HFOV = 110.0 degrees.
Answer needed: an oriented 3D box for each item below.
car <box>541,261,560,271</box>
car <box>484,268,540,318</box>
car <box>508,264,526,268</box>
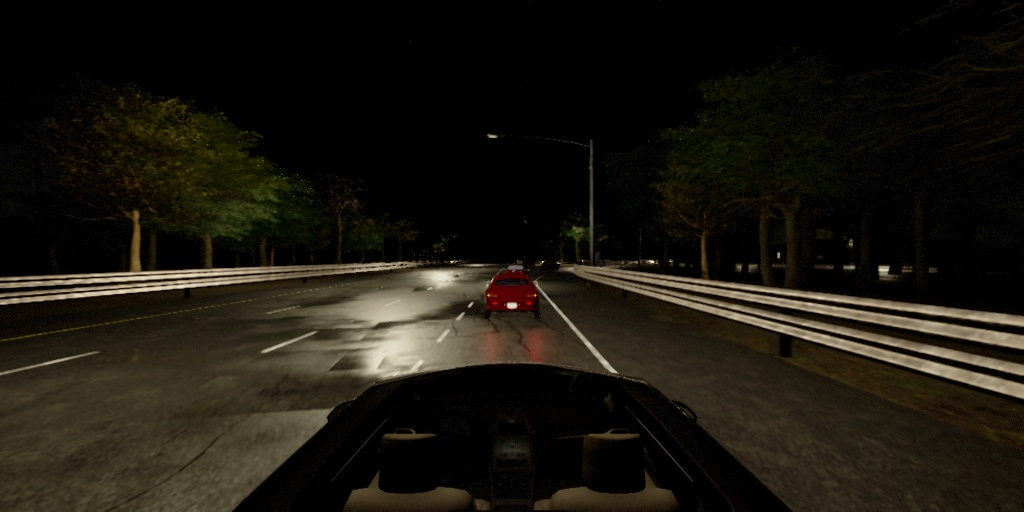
[{"bbox_3d":[5.742,1.481,53.592,1.882,1.535,5.008,0,0,21],"label":"car"},{"bbox_3d":[0.000,1.341,13.079,1.812,1.442,4.674,0,0,0],"label":"car"},{"bbox_3d":[0.446,1.442,31.313,2.033,1.411,5.357,0,0,6],"label":"car"}]
